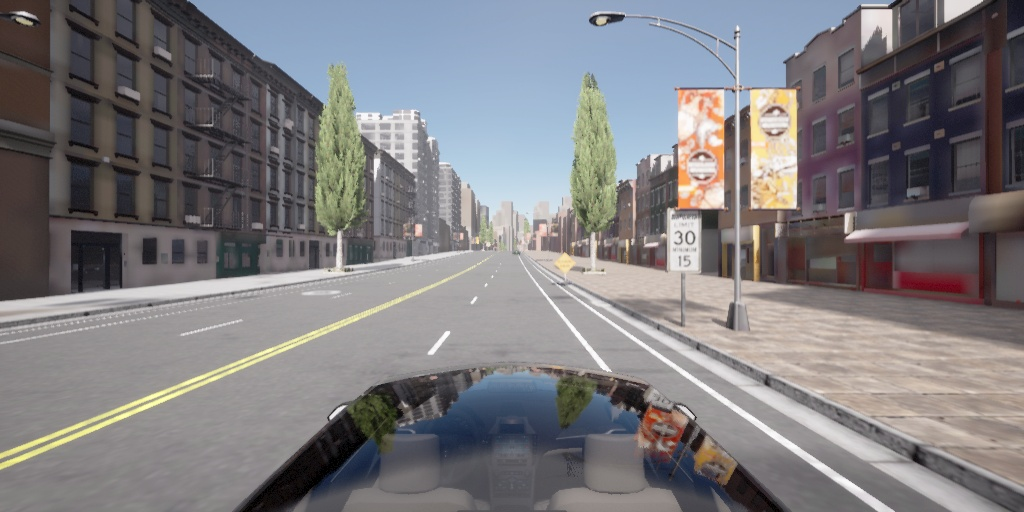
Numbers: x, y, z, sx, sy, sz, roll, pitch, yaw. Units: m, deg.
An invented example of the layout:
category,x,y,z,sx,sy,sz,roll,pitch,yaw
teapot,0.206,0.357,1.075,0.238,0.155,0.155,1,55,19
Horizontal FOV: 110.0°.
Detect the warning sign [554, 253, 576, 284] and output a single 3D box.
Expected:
category,x,y,z,sx,sy,sz,roll,pitch,yaw
warning sign,3.225,0.729,21.680,1.300,1.860,1.060,0,0,0
